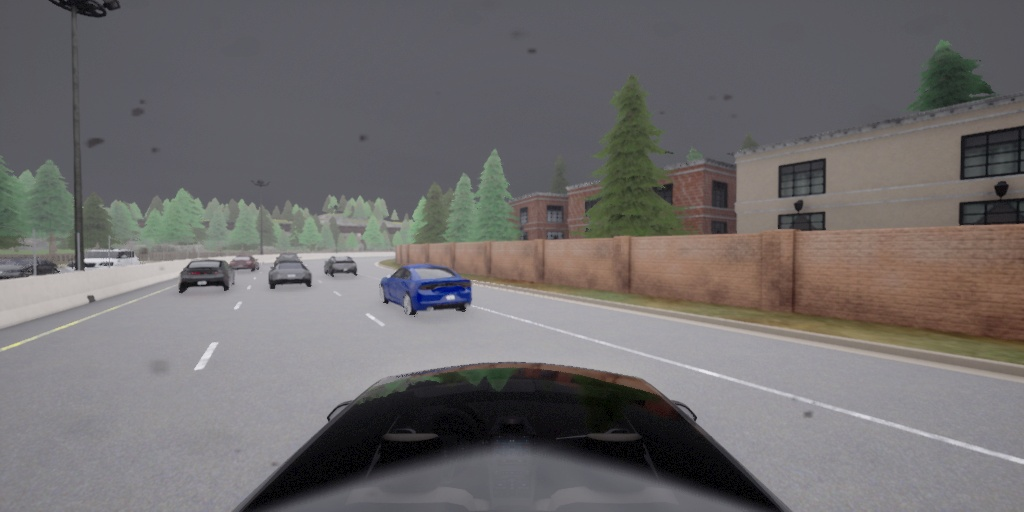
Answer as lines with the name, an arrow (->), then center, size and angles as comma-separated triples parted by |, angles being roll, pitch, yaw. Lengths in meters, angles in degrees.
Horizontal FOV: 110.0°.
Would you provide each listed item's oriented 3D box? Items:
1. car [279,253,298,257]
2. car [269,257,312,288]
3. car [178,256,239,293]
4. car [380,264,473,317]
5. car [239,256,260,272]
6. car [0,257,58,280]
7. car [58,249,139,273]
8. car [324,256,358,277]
car -> -21.424, 0.482, 34.476 | 2.097, 1.767, 4.553 | -1, 1, -30
car -> -12.571, 0.962, 20.306 | 1.994, 1.385, 4.181 | -1, 1, -34
car -> -15.494, 0.940, 18.381 | 1.837, 1.490, 4.892 | -1, 1, -34
car -> -3.154, 1.023, 12.484 | 1.882, 1.535, 5.008 | -1, 1, -34
car -> -24.693, 0.682, 33.160 | 1.812, 1.442, 4.674 | -1, 1, -29
car -> -30.820, 0.853, 22.435 | 2.128, 1.511, 4.902 | -1, 1, -31
car -> -28.345, 0.533, 25.065 | 2.150, 2.045, 5.566 | -1, 1, -31
car -> -13.250, 0.750, 27.670 | 2.128, 1.511, 4.902 | -1, 1, -33
